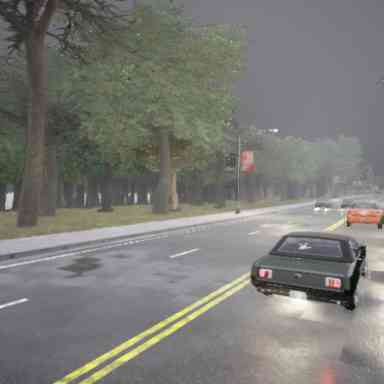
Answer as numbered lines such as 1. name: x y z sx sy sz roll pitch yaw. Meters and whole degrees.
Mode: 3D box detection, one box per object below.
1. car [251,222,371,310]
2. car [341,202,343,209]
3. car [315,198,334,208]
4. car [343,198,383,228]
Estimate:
1. car: 3.097 1.618 8.027 1.895 1.301 4.718 1 0 31
2. car: 21.597 1.580 45.428 2.033 1.411 5.357 1 0 31
3. car: 18.706 1.572 46.935 1.994 1.385 4.181 1 0 31
4. car: 12.114 1.423 23.142 2.097 1.767 4.553 1 0 31
